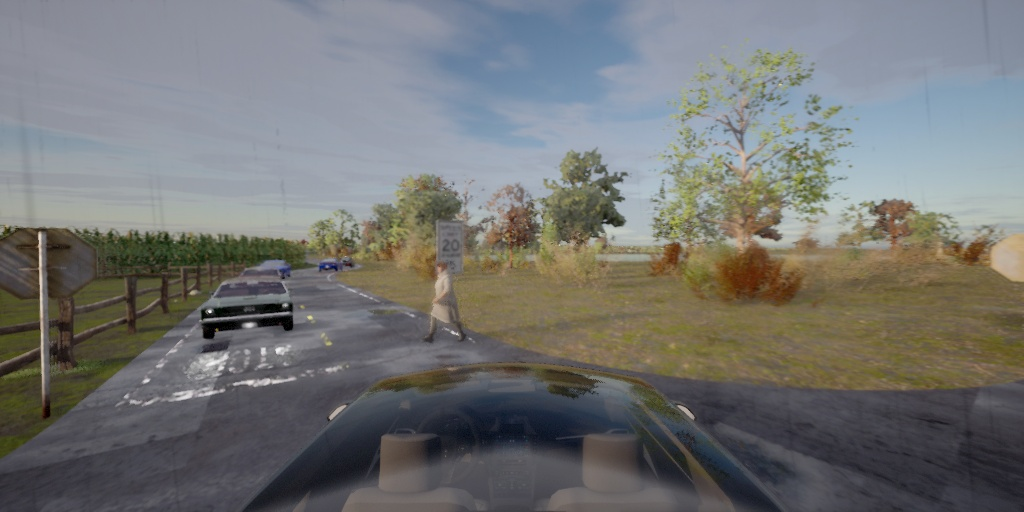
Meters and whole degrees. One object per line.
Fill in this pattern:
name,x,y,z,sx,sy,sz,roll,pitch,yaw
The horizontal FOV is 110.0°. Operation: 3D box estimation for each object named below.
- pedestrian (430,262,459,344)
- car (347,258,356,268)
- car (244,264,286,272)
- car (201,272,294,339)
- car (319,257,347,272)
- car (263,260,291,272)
pedestrian,-1.503,0.996,7.928,0.375,1.860,0.375,-2,2,-34
car,-23.904,0.953,51.905,1.837,1.490,4.892,0,0,-18
car,-13.089,1.272,18.721,1.895,1.301,4.718,-1,1,-33
car,-7.414,1.316,10.271,1.895,1.301,4.718,-1,1,-34
car,-20.978,0.996,41.772,1.882,1.535,5.008,0,1,-16
car,-19.475,1.085,29.467,1.882,1.535,5.008,0,0,-25
